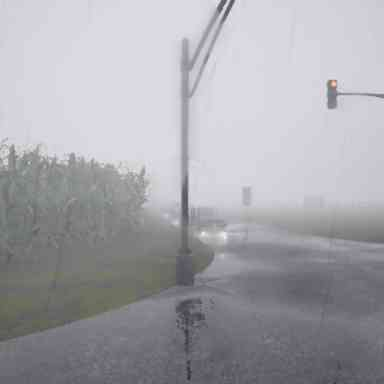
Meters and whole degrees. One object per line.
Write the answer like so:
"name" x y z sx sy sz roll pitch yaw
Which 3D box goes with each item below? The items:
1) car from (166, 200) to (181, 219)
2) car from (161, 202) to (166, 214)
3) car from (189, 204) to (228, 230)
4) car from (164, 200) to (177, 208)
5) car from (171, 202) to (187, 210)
"car" -1.043 1.719 33.308 2.097 1.767 4.553 0 -1 -12
"car" -3.029 2.053 43.525 2.033 1.411 5.357 0 -1 -11
"car" 0.896 1.788 23.494 2.033 1.411 5.357 0 -1 -12
"car" -4.194 2.303 64.809 1.837 1.490 4.892 0 -1 -11
"car" -2.256 2.266 54.957 1.895 1.301 4.718 0 -1 -11
